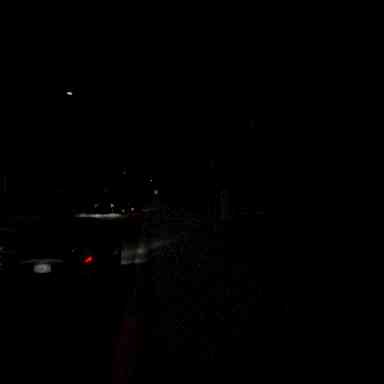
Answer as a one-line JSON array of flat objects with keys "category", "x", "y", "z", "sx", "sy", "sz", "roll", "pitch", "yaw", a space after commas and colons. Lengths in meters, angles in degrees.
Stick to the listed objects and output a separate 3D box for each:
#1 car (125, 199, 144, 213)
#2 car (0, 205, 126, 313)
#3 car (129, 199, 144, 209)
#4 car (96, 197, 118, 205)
[{"category": "car", "x": -6.727, "y": 1.605, "z": 38.539, "sx": 1.837, "sy": 1.490, "sz": 4.892, "roll": 0, "pitch": 0, "yaw": -7}, {"category": "car", "x": -2.899, "y": 1.368, "z": 7.963, "sx": 2.097, "sy": 1.767, "sz": 4.553, "roll": 0, "pitch": 0, "yaw": -7}, {"category": "car", "x": -8.096, "y": 1.737, "z": 48.919, "sx": 1.895, "sy": 1.301, "sz": 4.718, "roll": 0, "pitch": 0, "yaw": -7}, {"category": "car", "x": -9.354, "y": 1.457, "z": 36.508, "sx": 2.097, "sy": 1.767, "sz": 4.553, "roll": 0, "pitch": 0, "yaw": -7}]
